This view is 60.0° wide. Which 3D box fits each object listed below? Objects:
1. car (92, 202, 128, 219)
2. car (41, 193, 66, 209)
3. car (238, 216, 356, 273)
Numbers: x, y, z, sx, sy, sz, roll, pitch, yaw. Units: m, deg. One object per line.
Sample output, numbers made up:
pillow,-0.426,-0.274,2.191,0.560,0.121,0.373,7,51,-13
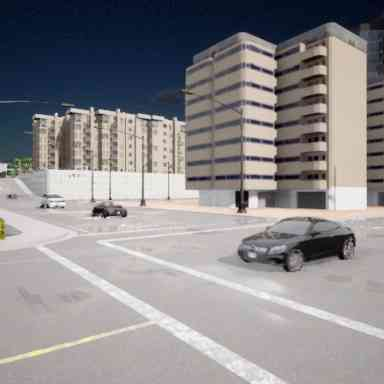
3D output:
car,-7.292,1.560,29.281,1.994,1.385,4.181,0,0,-36
car,-18.893,1.216,45.096,2.150,2.045,5.566,0,0,-36
car,3.580,1.541,10.868,4.674,1.442,1.812,0,0,-37
